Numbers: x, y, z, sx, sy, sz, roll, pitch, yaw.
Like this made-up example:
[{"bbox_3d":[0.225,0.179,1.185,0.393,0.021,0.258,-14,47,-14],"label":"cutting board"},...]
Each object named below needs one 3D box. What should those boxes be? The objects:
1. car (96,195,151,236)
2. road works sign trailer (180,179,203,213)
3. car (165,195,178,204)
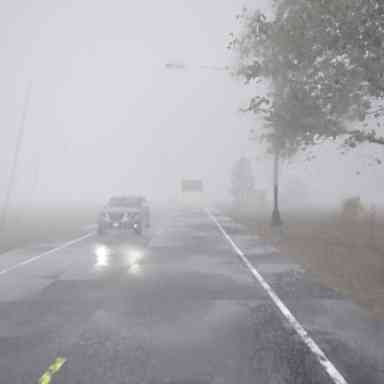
[{"bbox_3d":[-3.598,1.180,18.434,2.150,2.045,5.566,0,0,0],"label":"car"},{"bbox_3d":[0.001,0.386,36.604,2.380,3.560,2.880,0,0,0],"label":"road works sign trailer"},{"bbox_3d":[-3.545,1.392,58.171,1.837,1.490,4.892,0,0,1],"label":"car"}]
